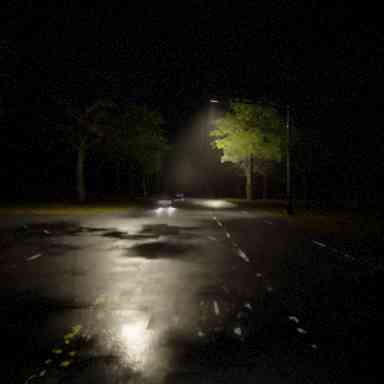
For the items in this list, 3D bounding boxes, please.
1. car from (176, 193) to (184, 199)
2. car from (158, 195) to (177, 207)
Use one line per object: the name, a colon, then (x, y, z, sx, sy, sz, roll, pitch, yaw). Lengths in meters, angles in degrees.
car: (-3.083, 1.062, 83.421, 1.882, 1.535, 5.008, 0, 0, 4)
car: (-3.475, 1.333, 44.463, 1.895, 1.301, 4.718, 0, 0, 0)
